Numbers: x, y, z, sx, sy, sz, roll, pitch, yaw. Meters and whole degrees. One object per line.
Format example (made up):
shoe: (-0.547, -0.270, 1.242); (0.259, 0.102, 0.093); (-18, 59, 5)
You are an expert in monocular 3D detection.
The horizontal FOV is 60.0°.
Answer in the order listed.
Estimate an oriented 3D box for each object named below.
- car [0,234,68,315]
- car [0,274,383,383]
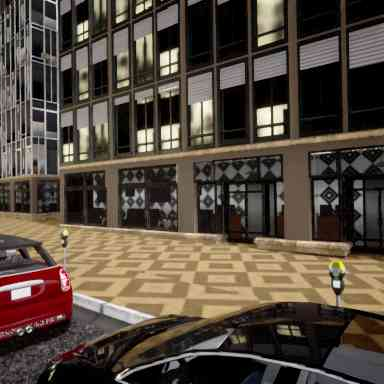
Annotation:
car: (-3.933, 1.441, 5.833); (4.097, 1.590, 1.967); (0, -1, 37)
car: (0.642, 1.566, 2.454); (4.313, 1.339, 1.947); (0, -1, 36)
